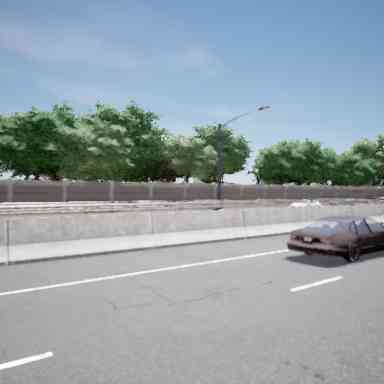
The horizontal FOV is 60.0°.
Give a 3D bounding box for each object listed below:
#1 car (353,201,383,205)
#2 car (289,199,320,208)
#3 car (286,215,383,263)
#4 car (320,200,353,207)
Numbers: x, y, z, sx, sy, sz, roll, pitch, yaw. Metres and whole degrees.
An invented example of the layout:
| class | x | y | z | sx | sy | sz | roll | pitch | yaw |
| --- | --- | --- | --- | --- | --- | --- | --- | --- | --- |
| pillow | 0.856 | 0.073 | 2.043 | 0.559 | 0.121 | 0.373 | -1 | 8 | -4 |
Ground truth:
| class | x | y | z | sx | sy | sz | roll | pitch | yaw |
| --- | --- | --- | --- | --- | --- | --- | --- | --- | --- |
| car | 19.206 | 1.643 | 34.863 | 4.181 | 1.385 | 1.994 | 0 | 0 | -35 |
| car | 13.516 | 1.601 | 39.404 | 4.674 | 1.442 | 1.812 | 0 | 0 | -35 |
| car | 5.785 | 1.576 | 12.162 | 5.357 | 1.411 | 2.033 | 0 | 0 | -35 |
| car | 16.818 | 1.642 | 37.458 | 4.181 | 1.385 | 1.994 | 0 | 0 | -35 |
